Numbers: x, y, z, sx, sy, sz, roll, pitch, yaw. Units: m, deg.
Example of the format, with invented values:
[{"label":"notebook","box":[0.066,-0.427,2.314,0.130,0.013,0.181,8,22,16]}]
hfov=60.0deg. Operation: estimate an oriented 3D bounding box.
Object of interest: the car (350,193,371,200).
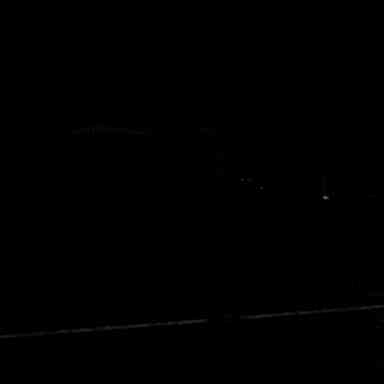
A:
[{"label":"car","box":[39.467,1.051,77.894,1.812,1.442,4.674,1,1,-12]}]

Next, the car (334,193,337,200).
[{"label":"car","box":[32.632,1.005,76.385,2.033,1.411,5.357,1,1,-12]}]

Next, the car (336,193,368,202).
[{"label":"car","box":[31.454,1.153,65.484,2.128,1.511,4.902,1,1,-12]}]

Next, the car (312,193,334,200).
[{"label":"car","box":[29.215,0.961,75.631,2.128,1.511,4.902,1,1,-12]}]

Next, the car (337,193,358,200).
[{"label":"car","box":[36.050,0.995,77.139,1.837,1.490,4.892,1,1,-12]}]

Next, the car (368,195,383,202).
[{"label":"car","box":[34.887,1.201,66.168,2.033,1.411,5.357,1,1,-12]}]
